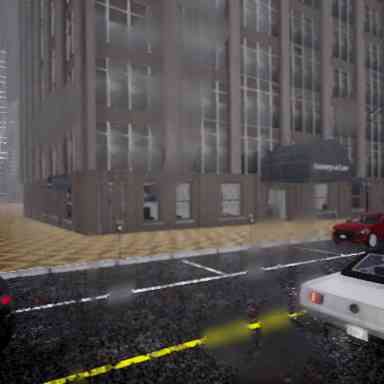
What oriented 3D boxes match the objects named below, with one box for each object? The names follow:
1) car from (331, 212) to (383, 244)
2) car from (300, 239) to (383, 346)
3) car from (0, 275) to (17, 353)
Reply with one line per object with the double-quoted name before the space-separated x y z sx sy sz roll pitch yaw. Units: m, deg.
"car" 8.263 1.635 15.235 4.507 1.381 1.887 0 -1 -32
"car" 4.129 1.634 5.730 4.718 1.301 1.895 0 0 -32
"car" -4.494 1.602 4.043 4.181 1.385 1.994 0 0 -32
